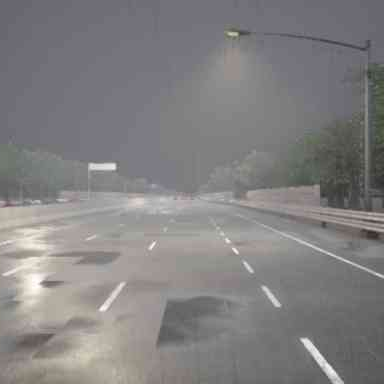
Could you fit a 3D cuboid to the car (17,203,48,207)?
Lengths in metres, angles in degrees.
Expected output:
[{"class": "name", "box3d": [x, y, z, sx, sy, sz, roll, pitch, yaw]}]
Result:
[{"class": "car", "box3d": [-17.573, 1.908, 38.003, 1.994, 1.385, 4.181, 0, -1, 0]}]

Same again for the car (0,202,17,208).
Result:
[{"class": "car", "box3d": [-21.077, 1.859, 36.848, 1.812, 1.442, 4.674, 0, -1, 0]}]
